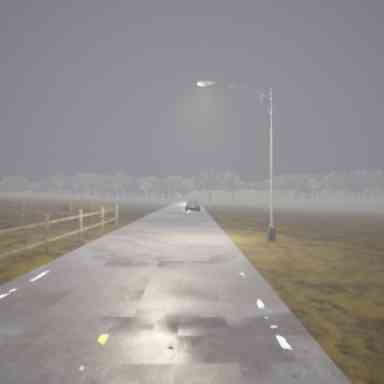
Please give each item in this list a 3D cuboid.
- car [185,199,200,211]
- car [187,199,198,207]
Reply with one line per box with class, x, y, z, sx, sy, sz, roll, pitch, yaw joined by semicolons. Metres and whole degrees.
car;0.103;1.831;44.666;1.994;1.385;4.181;0;-1;0
car;0.104;2.017;62.596;2.033;1.411;5.357;0;-1;0
